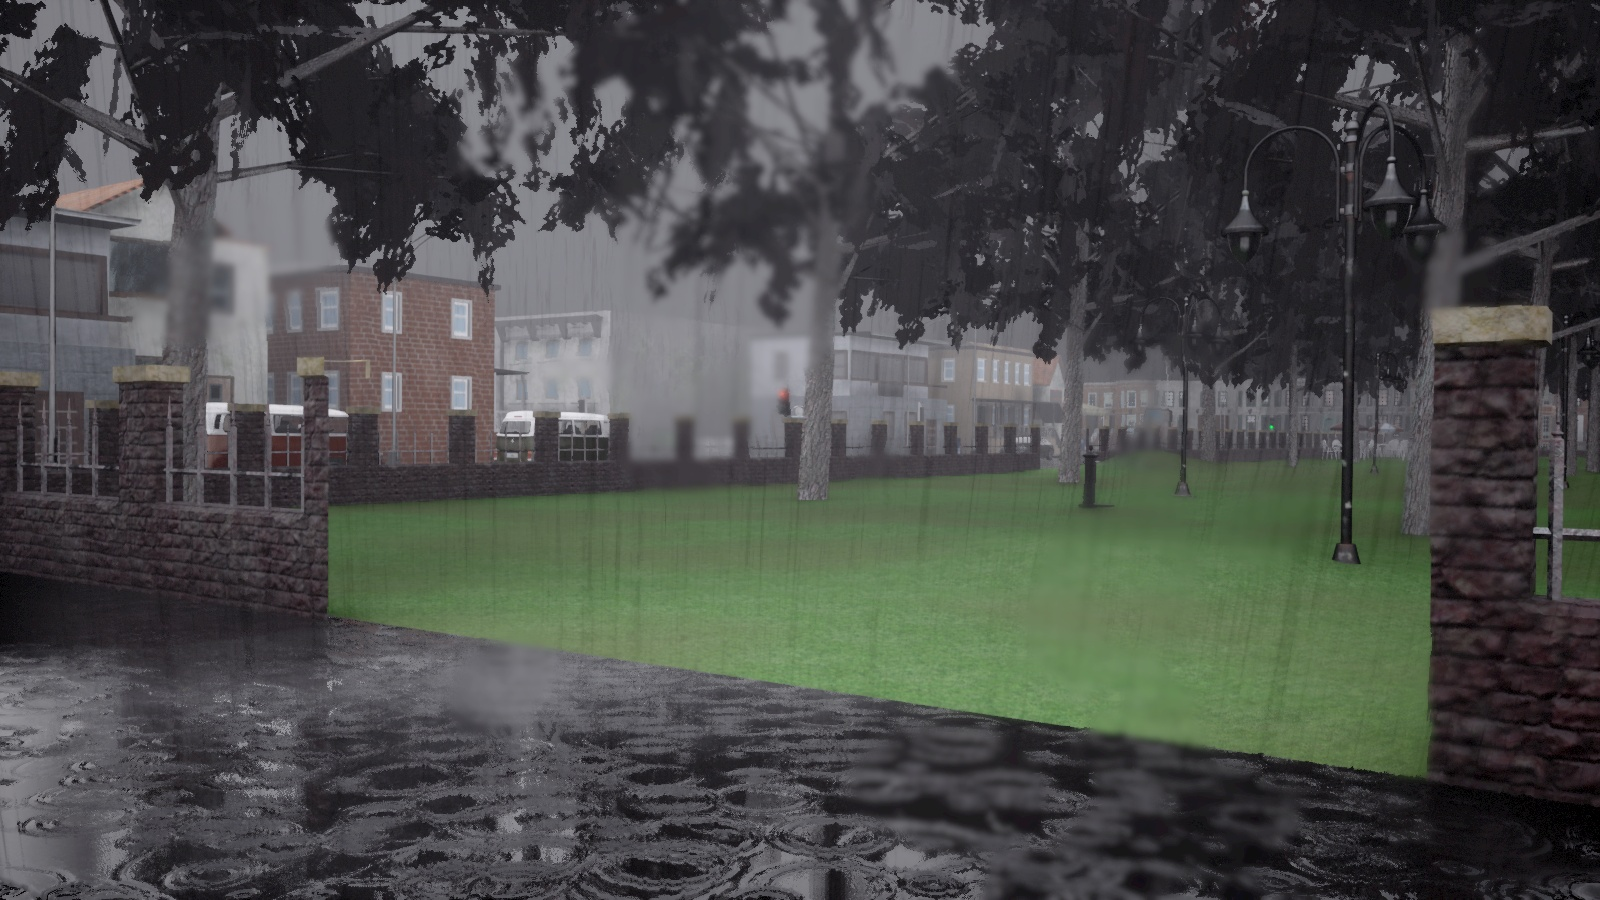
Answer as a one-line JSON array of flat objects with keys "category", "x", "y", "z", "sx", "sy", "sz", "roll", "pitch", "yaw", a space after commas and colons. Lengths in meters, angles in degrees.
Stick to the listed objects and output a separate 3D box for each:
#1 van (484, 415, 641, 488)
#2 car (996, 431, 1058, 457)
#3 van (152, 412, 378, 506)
[{"category": "van", "x": -7.002, "y": 0.006, "z": 37.457, "sx": 2.069, "sy": 2.038, "sz": 4.480, "roll": 0, "pitch": 1, "yaw": 33}, {"category": "car", "x": 13.397, "y": -0.374, "z": 73.902, "sx": 1.812, "sy": 1.442, "sz": 4.674, "roll": 0, "pitch": 1, "yaw": 35}, {"category": "van", "x": -12.479, "y": 0.163, "z": 29.562, "sx": 2.069, "sy": 2.038, "sz": 4.480, "roll": 0, "pitch": 1, "yaw": 33}]
